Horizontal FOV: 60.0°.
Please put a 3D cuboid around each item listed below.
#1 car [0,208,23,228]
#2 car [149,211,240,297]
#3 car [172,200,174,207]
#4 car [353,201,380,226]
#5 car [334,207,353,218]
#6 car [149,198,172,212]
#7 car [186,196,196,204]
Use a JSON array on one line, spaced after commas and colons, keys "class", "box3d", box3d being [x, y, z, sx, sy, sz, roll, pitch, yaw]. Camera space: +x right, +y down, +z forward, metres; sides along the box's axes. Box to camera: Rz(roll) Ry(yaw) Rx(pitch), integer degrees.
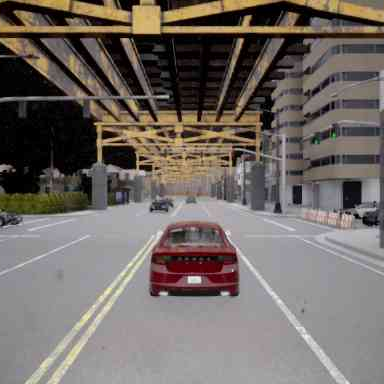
[{"class": "car", "box3d": [-13.552, 1.526, 21.751, 4.674, 1.442, 1.812, 0, 0, 2]}, {"class": "car", "box3d": [0.053, 1.478, 8.643, 1.882, 1.535, 5.008, 0, 0, 0]}, {"class": "car", "box3d": [-3.714, 1.547, 49.804, 2.033, 1.411, 5.357, 0, 0, -1]}, {"class": "car", "box3d": [13.211, 1.453, 21.343, 4.974, 1.542, 2.038, 0, 0, -20]}, {"class": "car", "box3d": [13.574, 1.295, 25.481, 4.536, 1.218, 1.853, 0, 0, 25]}, {"class": "car", "box3d": [-3.684, 1.564, 38.282, 1.994, 1.385, 4.181, 0, 0, 0]}, {"class": "car", "box3d": [-0.153, 1.547, 63.319, 2.033, 1.411, 5.357, 0, 0, 0]}]
